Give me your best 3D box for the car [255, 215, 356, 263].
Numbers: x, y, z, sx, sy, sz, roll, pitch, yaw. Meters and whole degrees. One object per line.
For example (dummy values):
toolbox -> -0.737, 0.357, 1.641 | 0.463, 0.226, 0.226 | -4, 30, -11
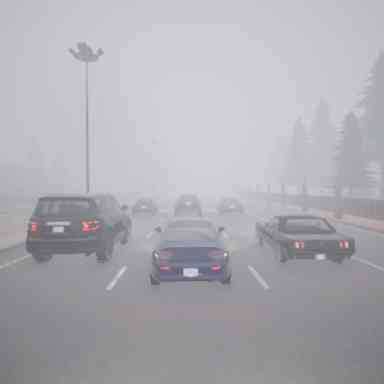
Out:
car -> 3.424, 1.412, 11.122 | 1.895, 1.301, 4.718 | 0, 1, -1

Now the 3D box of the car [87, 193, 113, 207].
car -> -11.208, 0.896, 40.859 | 1.882, 1.535, 5.008 | 0, 1, -1

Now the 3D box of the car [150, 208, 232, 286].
car -> -0.052, 1.387, 8.902 | 1.812, 1.442, 4.674 | 0, 1, -1

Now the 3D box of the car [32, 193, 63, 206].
car -> -18.223, 0.936, 42.174 | 1.837, 1.490, 4.892 | 0, 1, -1

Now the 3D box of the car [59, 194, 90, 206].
car -> -14.724, 0.965, 42.009 | 2.033, 1.411, 5.357 | 0, 1, -1

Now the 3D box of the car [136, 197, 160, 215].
car -> -3.837, 1.143, 28.274 | 1.994, 1.385, 4.181 | 0, 1, -1

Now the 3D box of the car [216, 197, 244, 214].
car -> 3.162, 1.109, 28.436 | 1.994, 1.385, 4.181 | 0, 1, -1

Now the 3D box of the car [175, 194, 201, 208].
car -> -0.328, 0.928, 27.464 | 2.097, 1.767, 4.553 | 0, 1, -1

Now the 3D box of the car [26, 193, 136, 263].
car -> -3.581, 1.057, 11.521 | 2.150, 2.045, 5.566 | 0, 1, -1
